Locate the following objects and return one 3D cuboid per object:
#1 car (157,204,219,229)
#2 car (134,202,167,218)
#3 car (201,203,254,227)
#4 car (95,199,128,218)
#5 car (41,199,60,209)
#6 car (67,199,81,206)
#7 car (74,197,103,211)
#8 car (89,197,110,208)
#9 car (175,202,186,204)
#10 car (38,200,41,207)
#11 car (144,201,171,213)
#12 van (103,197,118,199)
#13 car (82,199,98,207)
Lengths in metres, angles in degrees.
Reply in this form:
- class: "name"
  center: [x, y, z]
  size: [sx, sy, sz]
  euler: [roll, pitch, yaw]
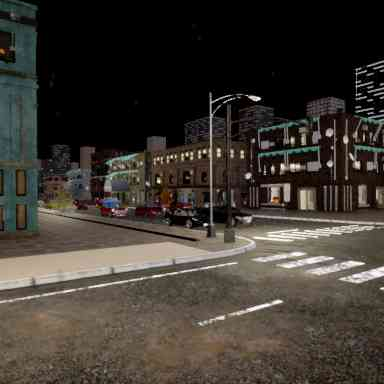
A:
- class: "car"
  center: [-0.364, 1.815, 23.789]
  size: [1.947, 1.339, 4.313]
  euler: [-1, 0, -35]
- class: "car"
  center: [-4.314, 1.906, 34.075]
  size: [1.994, 1.385, 4.181]
  euler: [-1, 0, -35]
- class: "car"
  center: [2.464, 1.735, 24.511]
  size: [1.812, 1.442, 4.674]
  euler: [-1, 0, -37]
- class: "car"
  center: [-8.289, 1.846, 35.183]
  size: [1.967, 1.590, 4.097]
  euler: [-1, 0, -35]
- class: "car"
  center: [-24.185, 2.233, 57.628]
  size: [1.752, 1.417, 4.829]
  euler: [-1, 0, -35]
- class: "car"
  center: [-27.043, 2.364, 76.164]
  size: [1.947, 1.339, 4.313]
  euler: [-1, 0, -35]
- class: "car"
  center: [-15.732, 1.915, 50.305]
  size: [2.097, 1.767, 4.553]
  euler: [-1, 0, -35]
- class: "car"
  center: [-17.451, 1.940, 62.612]
  size: [2.192, 1.841, 5.009]
  euler: [-1, 0, -35]
- class: "car"
  center: [-1.448, 1.904, 40.029]
  size: [1.802, 1.307, 4.206]
  euler: [-2, 0, -35]
- class: "car"
  center: [-30.682, 2.376, 66.802]
  size: [2.008, 1.369, 4.403]
  euler: [-1, 0, -35]
- class: "car"
  center: [-4.646, 1.966, 44.545]
  size: [1.802, 1.307, 4.206]
  euler: [-1, 0, -35]
- class: "van"
  center: [-14.251, 1.907, 58.096]
  size: [1.690, 1.788, 3.998]
  euler: [-1, 0, -35]
- class: "car"
  center: [-20.645, 2.228, 67.129]
  size: [1.887, 1.381, 4.507]
  euler: [-1, 0, -35]
